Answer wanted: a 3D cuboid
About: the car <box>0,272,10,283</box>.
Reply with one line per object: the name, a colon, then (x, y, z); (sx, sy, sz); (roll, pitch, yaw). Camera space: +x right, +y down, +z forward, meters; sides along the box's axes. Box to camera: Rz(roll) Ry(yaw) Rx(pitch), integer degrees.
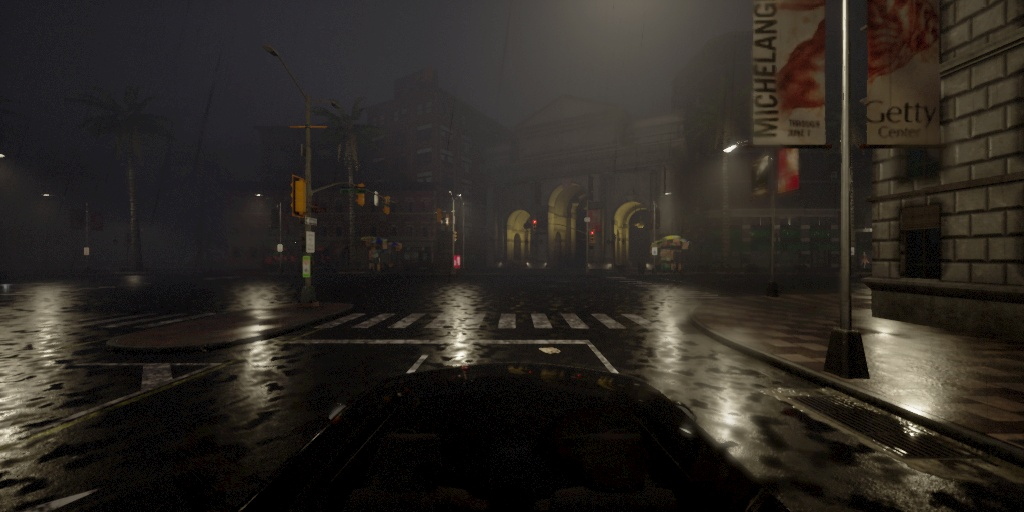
car: (-38.891, 1.351, 25.283); (4.718, 1.301, 1.895); (0, 0, 0)
